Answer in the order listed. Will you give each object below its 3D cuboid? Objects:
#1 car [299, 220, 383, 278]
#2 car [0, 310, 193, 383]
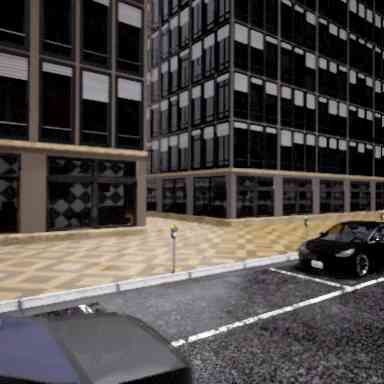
[{"bbox_3d":[5.146,1.577,10.225,4.313,1.339,1.947,0,0,-35],"label":"car"},{"bbox_3d":[-2.423,1.546,1.642,5.357,1.411,2.033,0,0,-35],"label":"car"}]
